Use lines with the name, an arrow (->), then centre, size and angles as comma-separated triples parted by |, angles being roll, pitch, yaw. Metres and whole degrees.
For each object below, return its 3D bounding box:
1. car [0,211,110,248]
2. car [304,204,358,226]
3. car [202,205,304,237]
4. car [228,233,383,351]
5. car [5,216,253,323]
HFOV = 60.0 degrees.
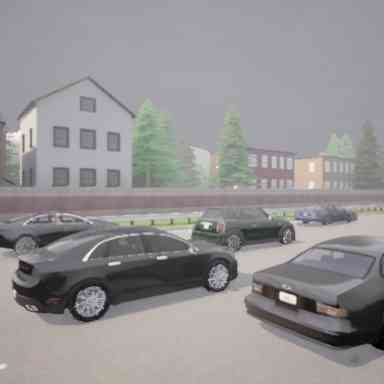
car -> -5.112, 1.489, 13.007 | 4.902, 1.511, 2.128 | 0, 0, -35
car -> 9.524, 1.542, 23.437 | 5.357, 1.411, 2.033 | 0, 0, -35
car -> 2.277, 1.349, 13.970 | 4.553, 1.767, 2.097 | 0, 0, -35
car -> 3.401, 1.546, 6.173 | 5.357, 1.411, 2.033 | 0, 0, -35
car -> -1.127, 1.506, 7.250 | 4.892, 1.490, 1.837 | -1, 0, -35
